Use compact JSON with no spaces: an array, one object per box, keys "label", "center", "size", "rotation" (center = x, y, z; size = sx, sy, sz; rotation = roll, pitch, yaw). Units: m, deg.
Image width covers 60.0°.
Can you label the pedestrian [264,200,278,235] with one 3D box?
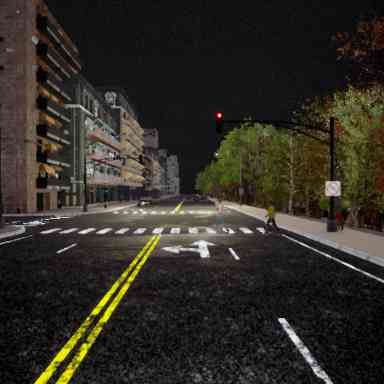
[{"label":"pedestrian","center":[4.067,1.294,17.053],"size":[0.375,1.860,0.375],"rotation":[0,0,0]}]

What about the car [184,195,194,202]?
[{"label":"car","center":[-0.636,1.540,74.507],"size":[2.128,1.511,4.902],"rotation":[0,0,0]}]

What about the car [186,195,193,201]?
[{"label":"car","center":[-0.724,1.485,84.930],"size":[1.812,1.442,4.674],"rotation":[0,0,0]}]

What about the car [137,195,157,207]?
[{"label":"car","center":[-7.016,1.499,49.978],"size":[2.128,1.511,4.902],"rotation":[0,0,0]}]

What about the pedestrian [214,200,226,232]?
[{"label":"pedestrian","center":[1.554,1.294,18.330],"size":[0.375,1.860,0.375],"rotation":[0,0,0]}]

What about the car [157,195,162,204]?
[{"label":"car","center":[-7.092,1.369,66.142],"size":[2.097,1.767,4.553],"rotation":[0,0,0]}]

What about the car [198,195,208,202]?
[{"label":"car","center":[2.614,1.540,74.538],"size":[2.128,1.511,4.902],"rotation":[0,0,0]}]

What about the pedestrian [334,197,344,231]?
[{"label":"pedestrian","center":[7.818,1.142,17.783],"size":[0.375,1.860,0.375],"rotation":[0,0,0]}]

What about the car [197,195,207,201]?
[{"label":"car","center":[2.525,1.486,84.958],"size":[2.128,1.511,4.902],"rotation":[0,0,0]}]
